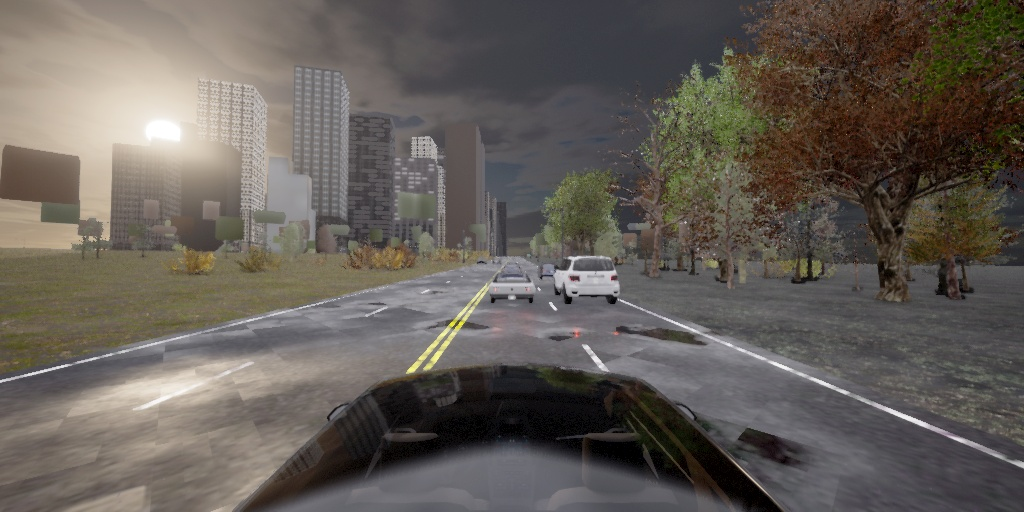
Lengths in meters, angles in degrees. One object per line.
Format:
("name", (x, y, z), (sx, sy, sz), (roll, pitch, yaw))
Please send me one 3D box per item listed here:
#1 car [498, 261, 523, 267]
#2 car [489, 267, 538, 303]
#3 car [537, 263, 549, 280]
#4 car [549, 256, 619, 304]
("car", (0.000, 1.319, 31.514), (1.994, 1.385, 4.181), (0, 0, 0))
("car", (0.000, 1.371, 16.537), (1.895, 1.301, 4.718), (0, 0, 0))
("car", (3.236, 1.294, 31.515), (2.033, 1.411, 5.357), (-1, 0, 0))
("car", (3.239, 1.005, 16.537), (2.150, 2.045, 5.566), (-1, 0, 0))
